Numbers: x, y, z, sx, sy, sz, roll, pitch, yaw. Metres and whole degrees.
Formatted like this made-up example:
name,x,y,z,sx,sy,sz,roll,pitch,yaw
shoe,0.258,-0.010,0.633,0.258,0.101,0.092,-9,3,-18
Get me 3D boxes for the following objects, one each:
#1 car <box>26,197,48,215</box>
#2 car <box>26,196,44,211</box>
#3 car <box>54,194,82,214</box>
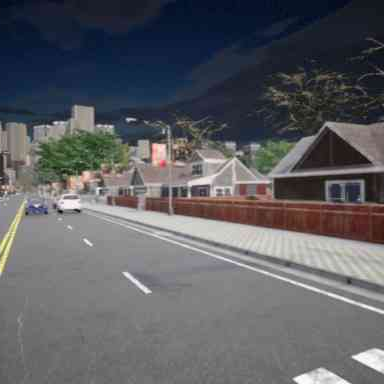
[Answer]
name,x,y,z,sx,sy,sz,roll,pitch,yaw
car,-16.653,1.469,35.687,2.097,1.767,4.553,-1,0,-26
car,-21.354,1.500,45.215,2.097,1.767,4.553,-1,0,-26
car,-13.659,1.262,36.923,2.150,2.045,5.566,-1,0,-26
